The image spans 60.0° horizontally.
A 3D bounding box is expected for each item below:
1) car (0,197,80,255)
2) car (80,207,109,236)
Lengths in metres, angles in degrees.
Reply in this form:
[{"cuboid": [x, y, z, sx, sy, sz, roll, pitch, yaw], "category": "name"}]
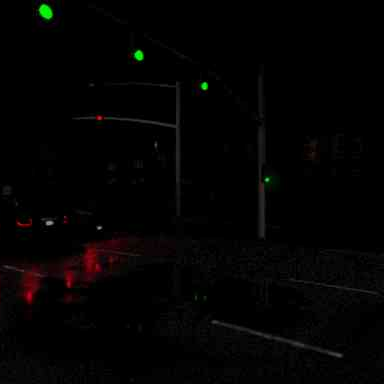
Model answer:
[{"cuboid": [-7.293, 1.205, 13.495, 5.566, 2.045, 2.150, 0, 0, 36], "category": "car"}, {"cuboid": [-6.242, 1.507, 17.028, 4.674, 1.442, 1.812, 0, 0, 35], "category": "car"}]
